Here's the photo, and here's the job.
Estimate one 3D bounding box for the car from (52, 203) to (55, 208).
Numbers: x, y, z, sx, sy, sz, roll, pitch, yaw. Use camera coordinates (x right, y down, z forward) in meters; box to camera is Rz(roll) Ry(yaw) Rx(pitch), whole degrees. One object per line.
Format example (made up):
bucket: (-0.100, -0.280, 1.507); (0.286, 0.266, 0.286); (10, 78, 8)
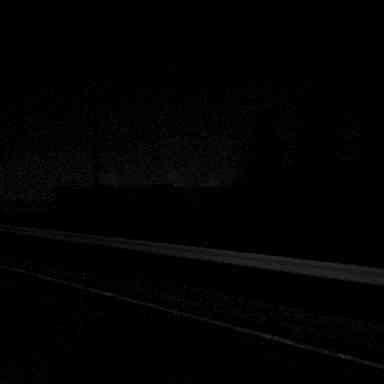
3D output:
car: (-15.289, 1.638, 42.356); (4.718, 1.301, 1.895); (0, 0, -29)
